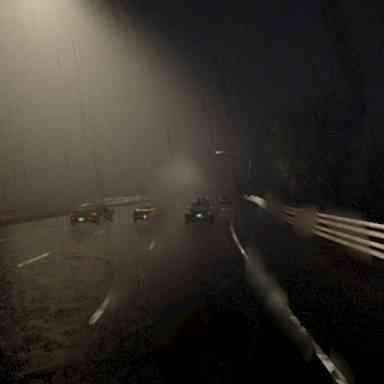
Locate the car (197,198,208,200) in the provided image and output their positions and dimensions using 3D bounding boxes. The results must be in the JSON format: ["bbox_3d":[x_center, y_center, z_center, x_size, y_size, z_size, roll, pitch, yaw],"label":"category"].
[{"bbox_3d":[1.310,1.414,41.521,2.033,1.411,5.357,0,0,3],"label":"car"}]

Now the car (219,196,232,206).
[{"bbox_3d":[5.111,1.351,50.789,1.837,1.490,4.892,0,0,6],"label":"car"}]

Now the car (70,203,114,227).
[{"bbox_3d":[-6.526,1.447,22.061,1.812,1.442,4.674,0,0,2],"label":"car"}]

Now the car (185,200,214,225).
[{"bbox_3d":[0.530,1.485,23.645,1.994,1.385,4.181,0,0,2],"label":"car"}]

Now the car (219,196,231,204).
[{"bbox_3d":[5.876,1.390,59.154,1.994,1.385,4.181,0,0,4],"label":"car"}]

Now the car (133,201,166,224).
[{"bbox_3d":[-2.961,1.407,24.000,2.128,1.511,4.902,0,0,2],"label":"car"}]
